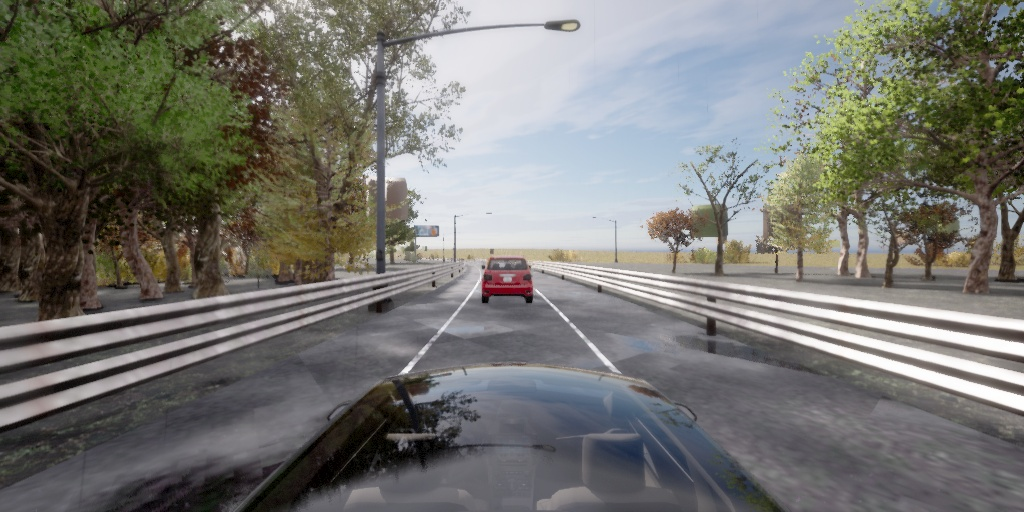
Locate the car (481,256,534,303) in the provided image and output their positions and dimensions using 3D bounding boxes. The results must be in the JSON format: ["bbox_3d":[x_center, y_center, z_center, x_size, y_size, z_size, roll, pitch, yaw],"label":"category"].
[{"bbox_3d":[-0.255,1.002,16.612,2.150,2.045,5.566,0,0,-2],"label":"car"}]
